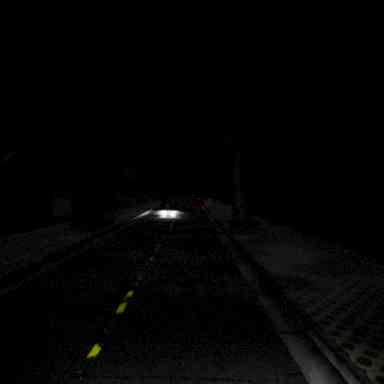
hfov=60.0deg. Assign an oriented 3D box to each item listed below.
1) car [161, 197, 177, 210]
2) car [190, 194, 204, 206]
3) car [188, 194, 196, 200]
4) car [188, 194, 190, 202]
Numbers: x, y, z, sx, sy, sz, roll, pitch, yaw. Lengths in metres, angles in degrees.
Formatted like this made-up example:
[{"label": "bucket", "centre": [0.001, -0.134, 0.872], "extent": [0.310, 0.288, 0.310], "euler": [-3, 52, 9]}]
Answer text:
[{"label": "car", "centre": [-2.845, 1.434, 41.903], "extent": [2.128, 1.511, 4.902], "euler": [0, 0, 0]}, {"label": "car", "centre": [0.955, 1.433, 51.623], "extent": [1.812, 1.442, 4.674], "euler": [0, 0, 0]}, {"label": "car", "centre": [-0.012, 1.235, 89.643], "extent": [2.128, 1.511, 4.902], "euler": [0, 0, 0]}, {"label": "car", "centre": [-0.010, 1.291, 69.549], "extent": [2.033, 1.411, 5.357], "euler": [0, 0, 0]}]
